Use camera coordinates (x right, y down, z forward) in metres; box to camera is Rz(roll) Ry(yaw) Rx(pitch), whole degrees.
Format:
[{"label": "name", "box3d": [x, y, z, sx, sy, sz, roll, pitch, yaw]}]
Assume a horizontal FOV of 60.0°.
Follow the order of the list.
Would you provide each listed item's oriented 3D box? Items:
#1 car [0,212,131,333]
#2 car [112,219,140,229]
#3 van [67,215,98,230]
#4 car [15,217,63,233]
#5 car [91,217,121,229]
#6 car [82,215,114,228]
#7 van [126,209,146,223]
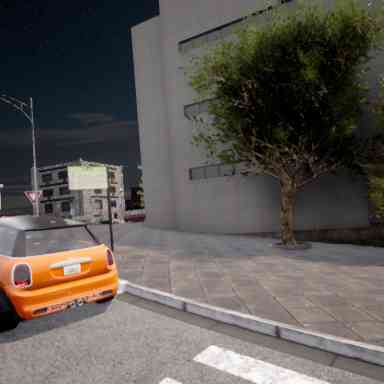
[{"label": "car", "box3d": [-3.596, 1.291, 7.029, 4.553, 1.767, 2.097, 1, 2, 42]}, {"label": "car", "box3d": [-12.487, 6.007, 62.577, 4.792, 1.488, 2.163, -7, -8, 24]}, {"label": "van", "box3d": [-17.284, 4.840, 52.435, 4.442, 1.987, 1.878, -7, -7, 24]}, {"label": "car", "box3d": [-18.129, 3.931, 39.729, 2.128, 1.511, 4.902, -7, -5, 27]}, {"label": "car", "box3d": [-14.849, 5.368, 57.415, 4.553, 1.767, 2.185, -7, -7, 24]}, {"label": "car", "box3d": [-13.763, 4.323, 48.855, 2.097, 1.767, 4.553, -7, -7, 24]}, {"label": "van", "box3d": [-6.903, 3.362, 45.068, 4.442, 1.987, 1.878, -7, -7, 24]}]
